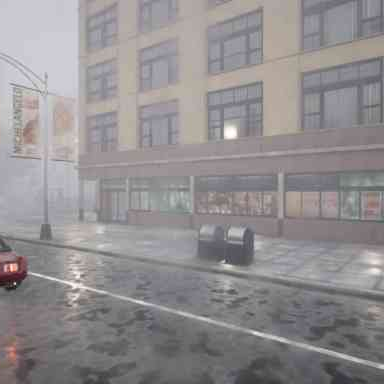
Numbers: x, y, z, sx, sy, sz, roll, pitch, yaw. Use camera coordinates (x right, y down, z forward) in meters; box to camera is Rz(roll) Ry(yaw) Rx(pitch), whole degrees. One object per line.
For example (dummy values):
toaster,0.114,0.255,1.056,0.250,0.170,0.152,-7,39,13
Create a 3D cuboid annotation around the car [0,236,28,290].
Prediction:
car,-5.678,1.601,8.136,1.895,1.301,4.718,0,0,-42
